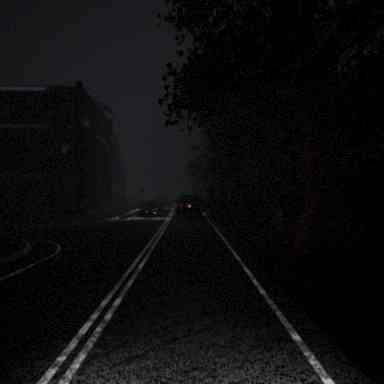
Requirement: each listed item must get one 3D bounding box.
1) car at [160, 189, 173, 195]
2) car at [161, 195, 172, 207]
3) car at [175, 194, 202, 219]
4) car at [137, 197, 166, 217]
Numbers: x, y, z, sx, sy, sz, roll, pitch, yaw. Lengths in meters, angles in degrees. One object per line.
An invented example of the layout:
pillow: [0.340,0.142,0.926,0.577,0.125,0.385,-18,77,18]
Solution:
car: [-4.844,0.483,63.033,2.150,2.045,5.566,0,1,-2]
car: [-4.288,1.457,47.746,1.895,1.301,4.718,0,1,-2]
car: [-0.270,1.210,28.943,2.150,2.045,5.566,0,0,-1]
car: [-3.858,1.484,31.194,1.837,1.490,4.892,0,0,1]
